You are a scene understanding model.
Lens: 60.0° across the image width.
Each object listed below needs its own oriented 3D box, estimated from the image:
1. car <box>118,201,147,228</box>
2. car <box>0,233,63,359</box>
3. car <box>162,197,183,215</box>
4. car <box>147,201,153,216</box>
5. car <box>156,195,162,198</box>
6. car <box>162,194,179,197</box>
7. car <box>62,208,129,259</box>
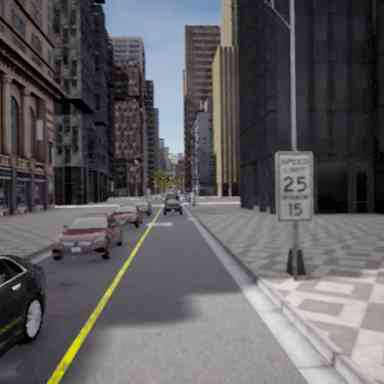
[{"bbox_3d":[-4.408,1.595,22.895,1.812,1.442,4.674,-1,0,-3],"label":"car"},{"bbox_3d":[-3.245,1.553,3.654,1.837,1.490,4.892,-1,0,-3],"label":"car"},{"bbox_3d":[-1.948,1.536,34.220,1.837,1.490,4.892,-1,0,-3],"label":"car"},{"bbox_3d":[-4.985,1.603,33.114,1.812,1.442,4.674,-1,0,-2],"label":"car"},{"bbox_3d":[-7.717,1.231,78.782,1.812,1.442,4.674,-1,0,-3],"label":"car"},{"bbox_3d":[-2.785,1.260,47.807,2.150,2.045,5.566,-1,0,-4],"label":"car"},{"bbox_3d":[-3.811,1.585,12.897,1.812,1.442,4.674,-1,0,-3],"label":"car"}]
